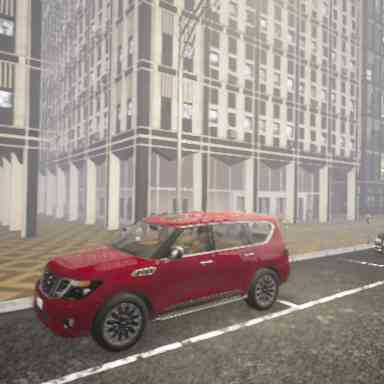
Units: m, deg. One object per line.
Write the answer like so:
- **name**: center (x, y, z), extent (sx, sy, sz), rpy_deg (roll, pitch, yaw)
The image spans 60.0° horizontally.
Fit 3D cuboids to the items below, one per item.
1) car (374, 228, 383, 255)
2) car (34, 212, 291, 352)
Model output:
- **car**: center (8.696, 1.705, 12.773), extent (4.403, 1.369, 2.008), rpy_deg (1, 0, -36)
- **car**: center (-0.206, 1.353, 6.404), extent (5.009, 1.841, 2.192), rpy_deg (1, 0, -36)
